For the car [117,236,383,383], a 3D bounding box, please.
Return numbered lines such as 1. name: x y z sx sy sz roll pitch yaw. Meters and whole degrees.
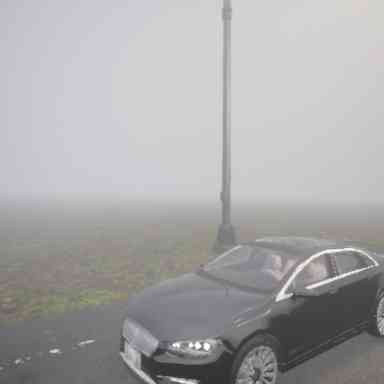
1. car: 1.338 1.493 5.019 4.902 1.511 2.128 0 0 -36
